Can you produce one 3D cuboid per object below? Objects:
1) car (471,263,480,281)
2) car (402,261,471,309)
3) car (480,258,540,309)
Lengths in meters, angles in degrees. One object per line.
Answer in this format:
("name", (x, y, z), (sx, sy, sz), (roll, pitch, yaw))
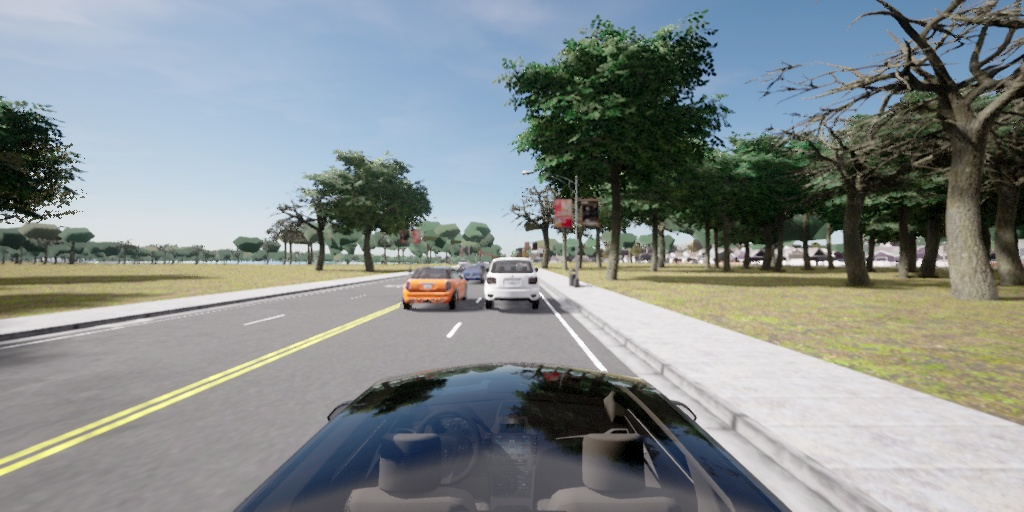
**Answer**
("car", (-3.236, 1.576, 30.844), (2.033, 1.411, 5.357), (0, -1, 0))
("car", (-3.242, 1.234, 15.923), (2.097, 1.767, 4.553), (0, -1, 0))
("car", (0.007, 1.100, 15.867), (2.150, 2.045, 5.566), (0, 0, 0))
